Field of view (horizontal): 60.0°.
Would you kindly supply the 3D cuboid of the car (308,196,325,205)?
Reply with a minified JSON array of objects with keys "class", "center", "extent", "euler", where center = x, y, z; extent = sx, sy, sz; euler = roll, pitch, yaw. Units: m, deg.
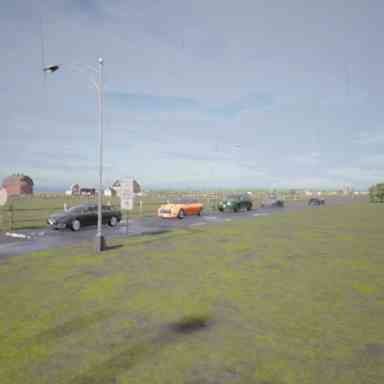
[{"class":"car","center":[21.263,1.479,56.690],"extent":[1.837,1.490,4.892],"euler":[1,0,34]}]

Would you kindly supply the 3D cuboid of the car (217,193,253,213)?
[{"class":"car","center":[4.989,1.169,37.620],"extent":[2.150,2.045,5.566],"euler":[1,0,34]}]

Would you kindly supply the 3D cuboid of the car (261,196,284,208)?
[{"class":"car","center":[11.451,1.299,47.192],"extent":[2.097,1.767,4.553],"euler":[1,0,34]}]

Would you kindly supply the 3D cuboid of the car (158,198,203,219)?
[{"class":"car","center":[-0.908,1.307,28.805],"extent":[2.097,1.767,4.553],"euler":[1,0,34]}]

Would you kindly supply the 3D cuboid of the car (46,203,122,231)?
[{"class":"car","center":[-6.462,1.468,20.431],"extent":[1.837,1.490,4.892],"euler":[1,0,32]}]
